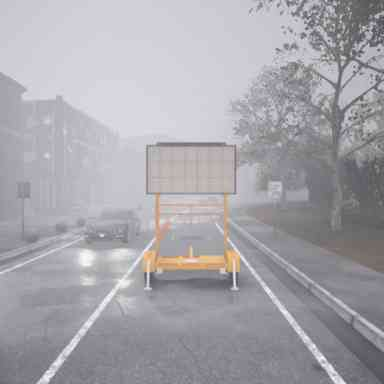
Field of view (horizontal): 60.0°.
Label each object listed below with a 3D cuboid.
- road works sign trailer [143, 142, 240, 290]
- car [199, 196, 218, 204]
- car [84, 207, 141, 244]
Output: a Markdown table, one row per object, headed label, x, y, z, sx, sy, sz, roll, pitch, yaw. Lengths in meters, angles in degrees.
| label | x | y | z | sx | sy | sz | roll | pitch | yaw |
| --- | --- | --- | --- | --- | --- | --- | --- | --- | --- |
| road works sign trailer | -0.020 | 0.466 | 9.035 | 2.380 | 3.560 | 2.880 | 0 | 0 | 0 |
| car | 2.985 | 1.423 | 59.612 | 1.837 | 1.490 | 4.892 | -1 | 0 | 33 |
| car | -3.605 | 1.508 | 15.810 | 1.837 | 1.490 | 4.892 | 0 | 0 | 0 |
